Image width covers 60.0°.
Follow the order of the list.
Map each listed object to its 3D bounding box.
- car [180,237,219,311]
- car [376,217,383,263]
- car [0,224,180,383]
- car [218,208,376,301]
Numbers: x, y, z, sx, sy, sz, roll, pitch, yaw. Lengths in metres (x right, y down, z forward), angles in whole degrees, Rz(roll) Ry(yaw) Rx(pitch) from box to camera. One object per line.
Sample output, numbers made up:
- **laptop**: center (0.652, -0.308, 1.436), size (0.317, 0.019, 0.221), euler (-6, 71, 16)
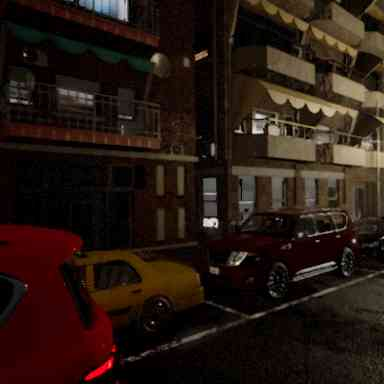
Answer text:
- **car**: center (-2.010, 1.571, 5.142), size (4.829, 1.417, 1.752), euler (0, -1, -38)
- **car**: center (6.783, 1.607, 12.116), size (4.403, 1.369, 2.008), euler (0, -1, -38)
- **car**: center (-2.935, 1.244, 1.092), size (5.566, 2.045, 2.150), euler (0, -1, -38)
- **car**: center (2.450, 1.366, 8.684), size (5.009, 1.841, 2.192), euler (0, -1, -38)
